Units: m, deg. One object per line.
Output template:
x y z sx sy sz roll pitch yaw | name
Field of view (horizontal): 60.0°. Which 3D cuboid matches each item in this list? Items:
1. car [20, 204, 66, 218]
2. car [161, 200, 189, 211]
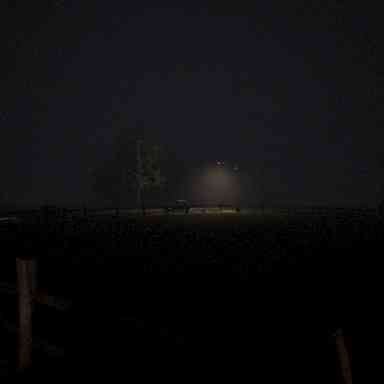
-14.939 1.894 33.511 1.994 1.385 4.181 0 -1 38 | car
-2.500 1.976 49.468 2.097 1.767 4.553 0 -1 38 | car
